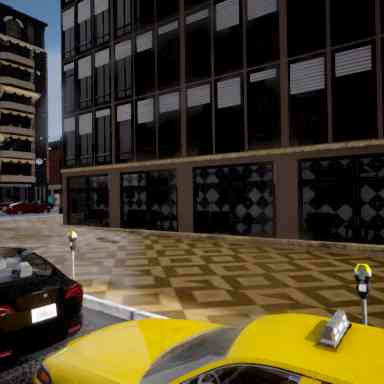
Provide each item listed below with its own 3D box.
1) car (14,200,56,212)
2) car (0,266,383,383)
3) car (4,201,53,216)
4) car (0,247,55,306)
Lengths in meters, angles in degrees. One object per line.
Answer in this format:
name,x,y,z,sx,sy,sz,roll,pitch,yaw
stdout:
car,-19.391,1.743,41.247,1.947,1.339,4.313,-2,-1,35
car,0.736,1.526,2.367,4.829,1.417,1.752,0,-1,35
car,-15.731,1.581,31.897,1.802,1.307,4.206,-2,-1,35
car,-3.565,1.568,5.413,4.313,1.339,1.947,0,-1,35
